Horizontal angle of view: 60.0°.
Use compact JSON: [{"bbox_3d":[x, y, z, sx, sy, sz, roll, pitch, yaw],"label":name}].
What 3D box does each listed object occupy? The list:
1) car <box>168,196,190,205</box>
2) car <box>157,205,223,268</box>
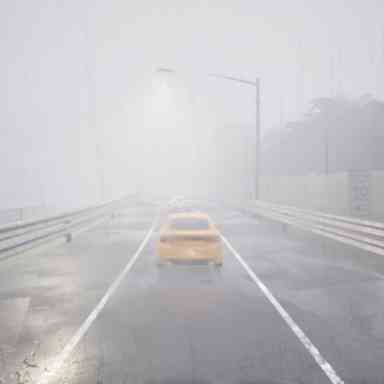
[{"bbox_3d":[-1.187,1.051,30.871,1.812,1.442,4.674,0,1,-4],"label":"car"},{"bbox_3d":[-0.115,1.440,11.294,1.882,1.535,5.008,0,1,-2],"label":"car"}]
